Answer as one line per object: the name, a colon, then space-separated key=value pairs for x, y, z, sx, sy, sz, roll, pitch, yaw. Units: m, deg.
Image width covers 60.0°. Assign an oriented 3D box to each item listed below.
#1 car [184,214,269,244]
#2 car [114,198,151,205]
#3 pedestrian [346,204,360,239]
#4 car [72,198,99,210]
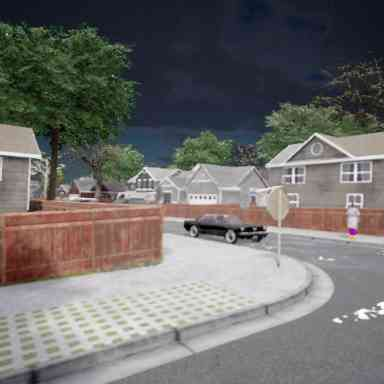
car: x=1.600 y=1.783 z=16.906 sx=1.895 sy=1.301 sz=4.718 roll=3 pitch=-2 yaw=-35
car: x=-4.299 y=1.530 z=25.308 sx=2.150 sy=2.045 sz=5.566 roll=3 pitch=-2 yaw=-36
pedestrian: x=8.408 y=1.512 z=17.420 sx=0.375 sy=1.860 sz=0.375 roll=2 pitch=-1 yaw=-35
car: x=-10.628 y=1.643 z=33.944 sx=2.150 sy=2.045 sz=5.566 roll=3 pitch=-2 yaw=-37
